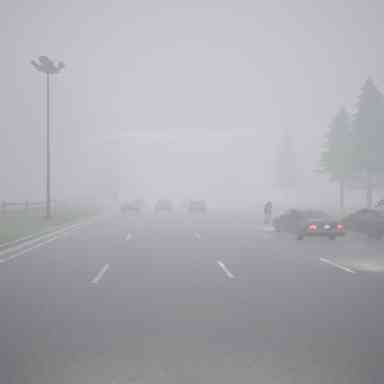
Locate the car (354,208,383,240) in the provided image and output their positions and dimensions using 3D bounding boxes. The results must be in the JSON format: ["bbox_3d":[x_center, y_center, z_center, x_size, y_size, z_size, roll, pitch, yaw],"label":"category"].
[{"bbox_3d":[9.192,1.525,16.770,1.812,1.442,4.674,0,0,-5],"label":"car"}]

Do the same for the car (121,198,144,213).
[{"bbox_3d":[-6.607,1.600,36.559,1.895,1.301,4.718,0,0,-5],"label":"car"}]

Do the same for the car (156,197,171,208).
[{"bbox_3d":[-4.127,1.491,48.092,2.128,1.511,4.902,0,0,-6],"label":"car"}]

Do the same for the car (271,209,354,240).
[{"bbox_3d":[5.663,1.547,16.894,2.033,1.411,5.357,0,0,-4],"label":"car"}]

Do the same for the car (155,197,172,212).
[{"bbox_3d":[-3.226,1.600,38.037,1.895,1.301,4.718,0,0,-5],"label":"car"}]

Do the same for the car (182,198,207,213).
[{"bbox_3d":[0.442,1.488,36.330,2.128,1.511,4.902,0,0,-5],"label":"car"}]

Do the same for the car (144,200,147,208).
[{"bbox_3d":[-7.636,1.525,48.035,1.812,1.442,4.674,0,0,-5],"label":"car"}]

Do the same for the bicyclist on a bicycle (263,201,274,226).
[{"bbox_3d":[5.123,1.450,22.308,0.582,1.620,1.656,0,-2,34],"label":"bicyclist on a bicycle"}]

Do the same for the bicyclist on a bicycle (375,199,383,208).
[{"bbox_3d":[13.357,1.312,23.529,1.656,1.620,0.582,2,-1,-29],"label":"bicyclist on a bicycle"}]

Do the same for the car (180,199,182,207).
[{"bbox_3d":[-0.690,1.563,48.941,1.994,1.385,4.181,0,0,-5],"label":"car"}]
